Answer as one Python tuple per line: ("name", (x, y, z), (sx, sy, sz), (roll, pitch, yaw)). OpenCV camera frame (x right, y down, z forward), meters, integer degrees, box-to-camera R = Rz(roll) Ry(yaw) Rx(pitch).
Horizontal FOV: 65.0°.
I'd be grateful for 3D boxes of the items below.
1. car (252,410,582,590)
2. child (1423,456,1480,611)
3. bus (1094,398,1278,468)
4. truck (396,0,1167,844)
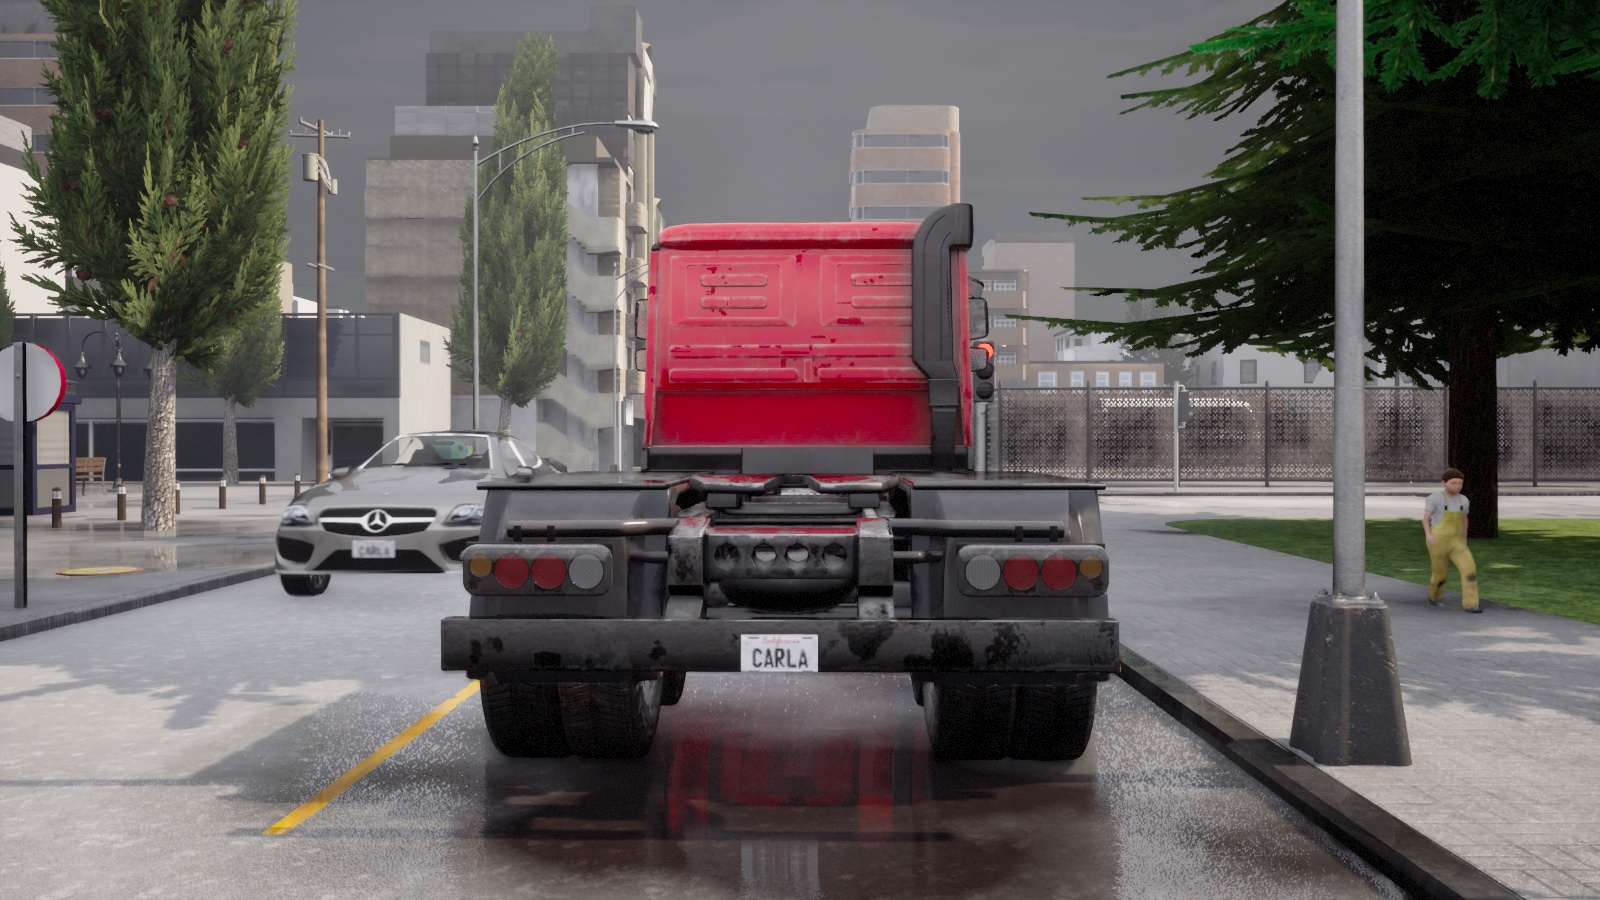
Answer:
("car", (-3.942, 0.443, 14.003), (2.152, 1.651, 5.027), (0, 0, 0))
("child", (5.441, 0.681, 10.499), (0.270, 1.263, 0.437), (0, 0, 4))
("bus", (23.857, -1.052, 78.208), (10.273, 4.253, 3.944), (0, 0, 2))
("truck", (0.020, -0.284, 8.679), (2.891, 3.462, 7.936), (0, 0, 1))
